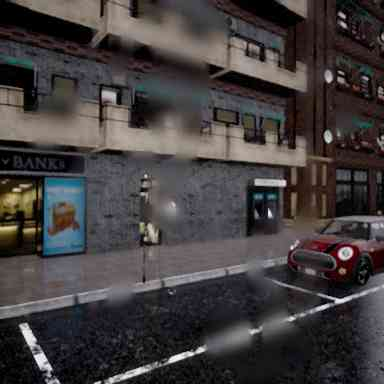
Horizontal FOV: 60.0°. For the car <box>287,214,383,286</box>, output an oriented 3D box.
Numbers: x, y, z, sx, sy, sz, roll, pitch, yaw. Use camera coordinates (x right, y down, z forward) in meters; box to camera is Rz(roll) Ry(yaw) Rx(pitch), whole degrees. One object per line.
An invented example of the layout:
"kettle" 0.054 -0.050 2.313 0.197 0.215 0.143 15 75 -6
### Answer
"car" 4.530 1.433 9.326 4.097 1.590 1.967 0 1 -36
